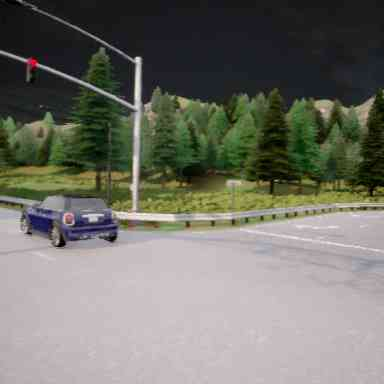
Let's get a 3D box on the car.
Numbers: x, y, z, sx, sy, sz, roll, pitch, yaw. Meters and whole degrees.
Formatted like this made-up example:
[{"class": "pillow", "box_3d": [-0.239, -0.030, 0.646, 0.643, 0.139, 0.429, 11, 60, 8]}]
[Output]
[{"class": "car", "box_3d": [-4.618, 0.822, 12.274, 2.097, 1.767, 4.553, 0, 2, -43]}]
